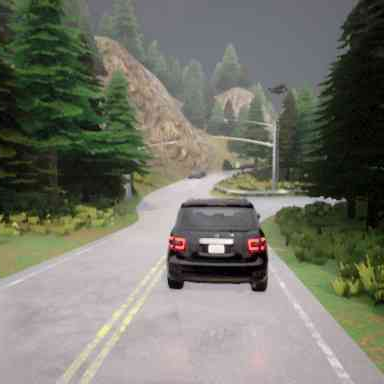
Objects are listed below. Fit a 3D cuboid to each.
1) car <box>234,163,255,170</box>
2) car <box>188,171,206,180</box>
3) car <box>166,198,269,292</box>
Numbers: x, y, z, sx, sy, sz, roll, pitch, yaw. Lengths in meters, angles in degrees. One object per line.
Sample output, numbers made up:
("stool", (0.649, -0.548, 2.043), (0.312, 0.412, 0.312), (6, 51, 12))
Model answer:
("car", (11.284, -5.466, 70.818), (5.357, 1.411, 2.033), (-9, 9, -36))
("car", (0.972, -2.967, 57.386), (2.033, 1.411, 5.357), (2, 10, 20))
("car", (0.703, 1.161, 9.000), (2.150, 2.045, 5.566), (0, 0, 5))
